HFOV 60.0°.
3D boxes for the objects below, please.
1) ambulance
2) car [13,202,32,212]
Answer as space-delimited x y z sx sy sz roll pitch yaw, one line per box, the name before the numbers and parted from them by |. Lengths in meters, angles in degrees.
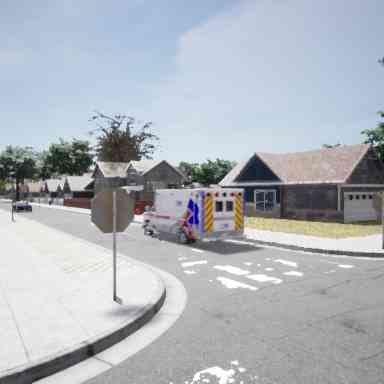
ambulance | -0.272 1.118 16.259 2.351 2.431 6.366 0 0 -34
car | -22.410 1.944 43.962 1.895 1.301 4.718 0 0 -34
